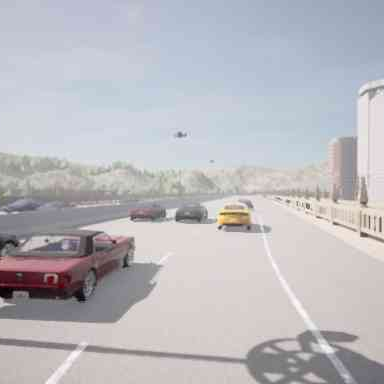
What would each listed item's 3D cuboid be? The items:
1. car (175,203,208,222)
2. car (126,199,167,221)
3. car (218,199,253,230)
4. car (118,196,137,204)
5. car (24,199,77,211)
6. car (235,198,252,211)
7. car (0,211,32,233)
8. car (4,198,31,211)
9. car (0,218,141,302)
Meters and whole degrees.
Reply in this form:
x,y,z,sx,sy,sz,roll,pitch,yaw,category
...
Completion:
x,y,z,sx,sy,sz,roll,pitch,yaw,category
0.021,1.493,25.491,1.994,1.385,4.181,0,0,10,car
-3.373,1.479,26.377,1.994,1.385,4.181,0,0,10,car
2.747,1.424,20.950,1.882,1.535,5.008,0,0,10,car
-9.634,1.386,50.986,1.837,1.490,4.892,0,-1,11,car
-10.737,1.452,26.172,1.994,1.385,4.181,0,0,11,car
6.298,1.505,40.273,1.994,1.385,4.181,0,0,10,car
-6.293,1.436,8.180,2.128,1.511,4.902,0,0,6,car
-16.541,1.383,33.217,1.812,1.442,4.674,0,0,10,car
-2.833,1.558,8.173,1.895,1.301,4.718,0,0,6,car
